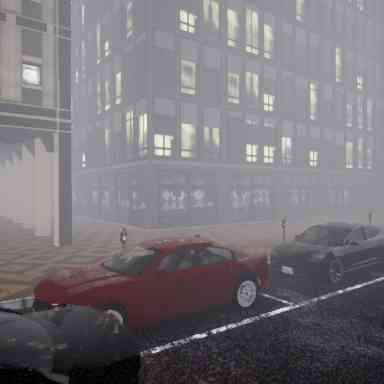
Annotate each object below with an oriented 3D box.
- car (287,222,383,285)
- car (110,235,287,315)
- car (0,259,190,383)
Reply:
[{"bbox_3d":[4.139,1.564,9.513,4.313,1.339,1.947,0,0,-35],"label":"car"},{"bbox_3d":[-0.500,1.544,6.206,4.507,1.381,1.887,0,0,-35],"label":"car"},{"bbox_3d":[-2.617,1.478,1.515,5.008,1.535,1.882,0,0,-35],"label":"car"}]
